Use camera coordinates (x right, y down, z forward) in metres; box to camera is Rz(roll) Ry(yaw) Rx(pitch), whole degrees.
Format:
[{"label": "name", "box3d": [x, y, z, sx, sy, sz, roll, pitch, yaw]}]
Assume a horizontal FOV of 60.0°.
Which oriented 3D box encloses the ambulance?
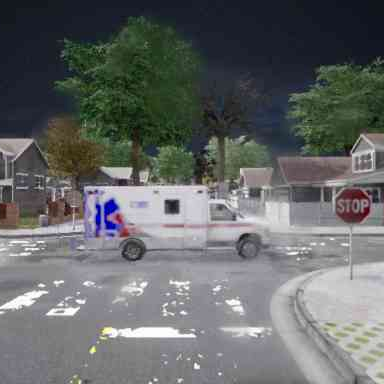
[{"label": "ambulance", "box3d": [-0.540, 1.029, 11.733, 6.366, 2.431, 2.351, 0, 0, 0]}]
